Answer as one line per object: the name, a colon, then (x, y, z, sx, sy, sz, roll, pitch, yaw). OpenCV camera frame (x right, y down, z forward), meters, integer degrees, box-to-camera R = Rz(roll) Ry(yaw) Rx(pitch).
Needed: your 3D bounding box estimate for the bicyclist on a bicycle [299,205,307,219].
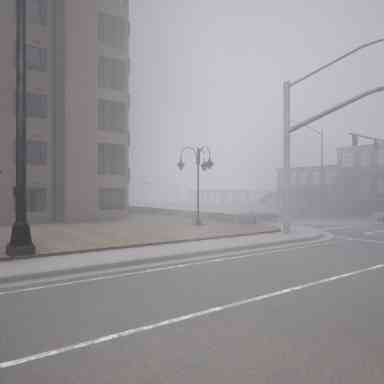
bicyclist on a bicycle: (13.543, 2.463, 40.664, 1.656, 1.620, 0.582, 0, -8, -35)

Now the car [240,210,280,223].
car: (6.130, 2.417, 32.255, 1.895, 1.301, 4.718, 0, -8, -36)

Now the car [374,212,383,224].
car: (13.774, 1.556, 20.285, 1.895, 1.301, 4.718, 0, 0, -20)
